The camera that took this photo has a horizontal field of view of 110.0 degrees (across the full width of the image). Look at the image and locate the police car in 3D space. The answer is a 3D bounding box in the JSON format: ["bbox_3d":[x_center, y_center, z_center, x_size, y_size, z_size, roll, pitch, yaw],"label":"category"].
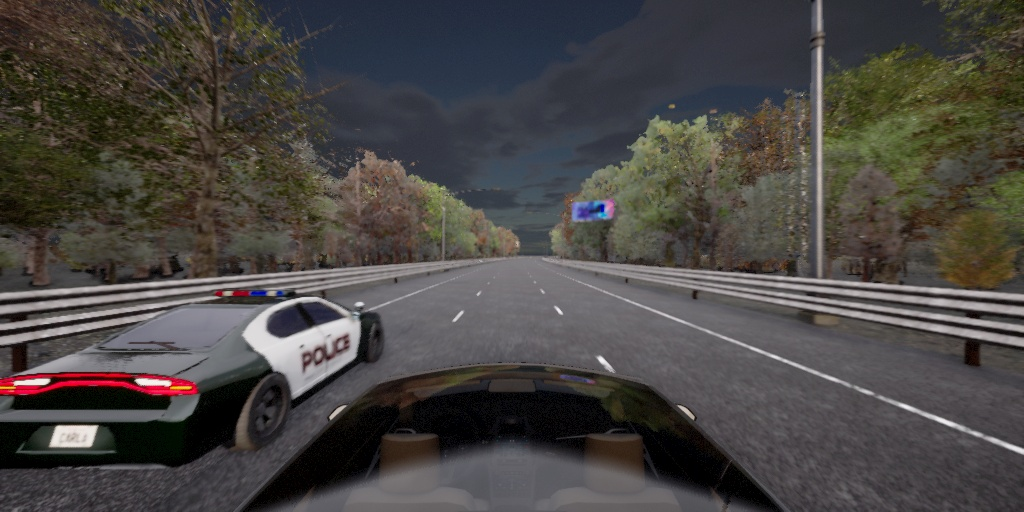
[{"bbox_3d":[-3.514,1.268,5.289,2.038,1.542,4.974,0,0,0],"label":"police car"}]
